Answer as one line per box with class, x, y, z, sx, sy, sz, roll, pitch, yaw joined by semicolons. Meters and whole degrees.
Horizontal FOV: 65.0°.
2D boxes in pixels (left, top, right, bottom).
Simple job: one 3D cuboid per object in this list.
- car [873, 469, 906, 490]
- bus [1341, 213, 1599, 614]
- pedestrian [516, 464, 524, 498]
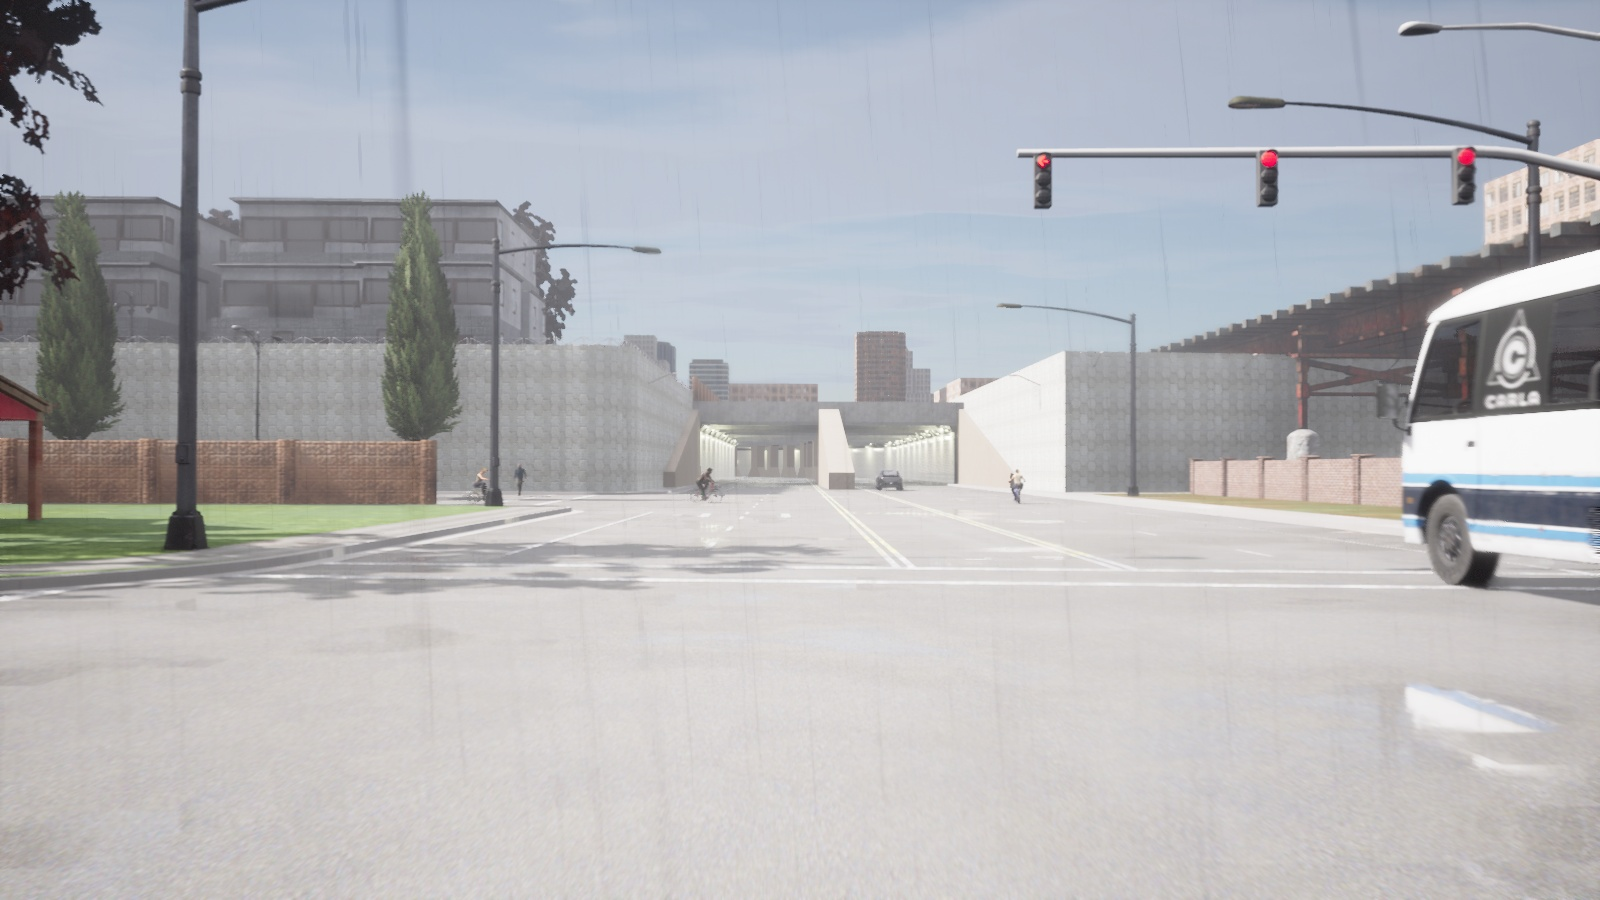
car;6.743;2.201;95.151;2.128;1.511;4.902;0;-1;0
bus;10.446;-0.374;14.424;3.944;4.253;10.273;0;-1;0
pedestrian;-15.344;1.708;68.842;0.402;1.842;0.726;0;-1;-13
